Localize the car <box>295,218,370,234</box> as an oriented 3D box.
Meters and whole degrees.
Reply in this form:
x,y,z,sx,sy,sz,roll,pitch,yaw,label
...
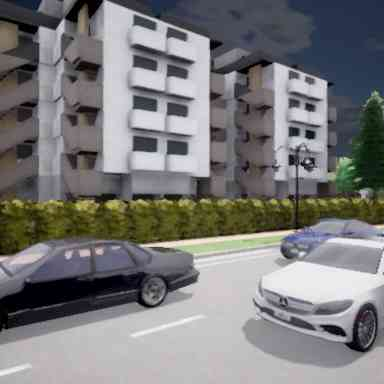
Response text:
x,y,z,sx,sy,sz,roll,pitch,yaw,label
5.269,1.696,12.183,4.674,1.442,1.812,1,-1,-35,car

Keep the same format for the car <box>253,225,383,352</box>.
x,y,z,sx,sy,sz,roll,pitch,yaw,label
3.242,1.617,6.441,4.674,1.442,1.812,1,-1,-36,car

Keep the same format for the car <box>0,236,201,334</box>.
x,y,z,sx,sy,sz,roll,pitch,yaw,label
-2.349,1.638,6.595,5.357,1.411,2.033,1,-1,-37,car
